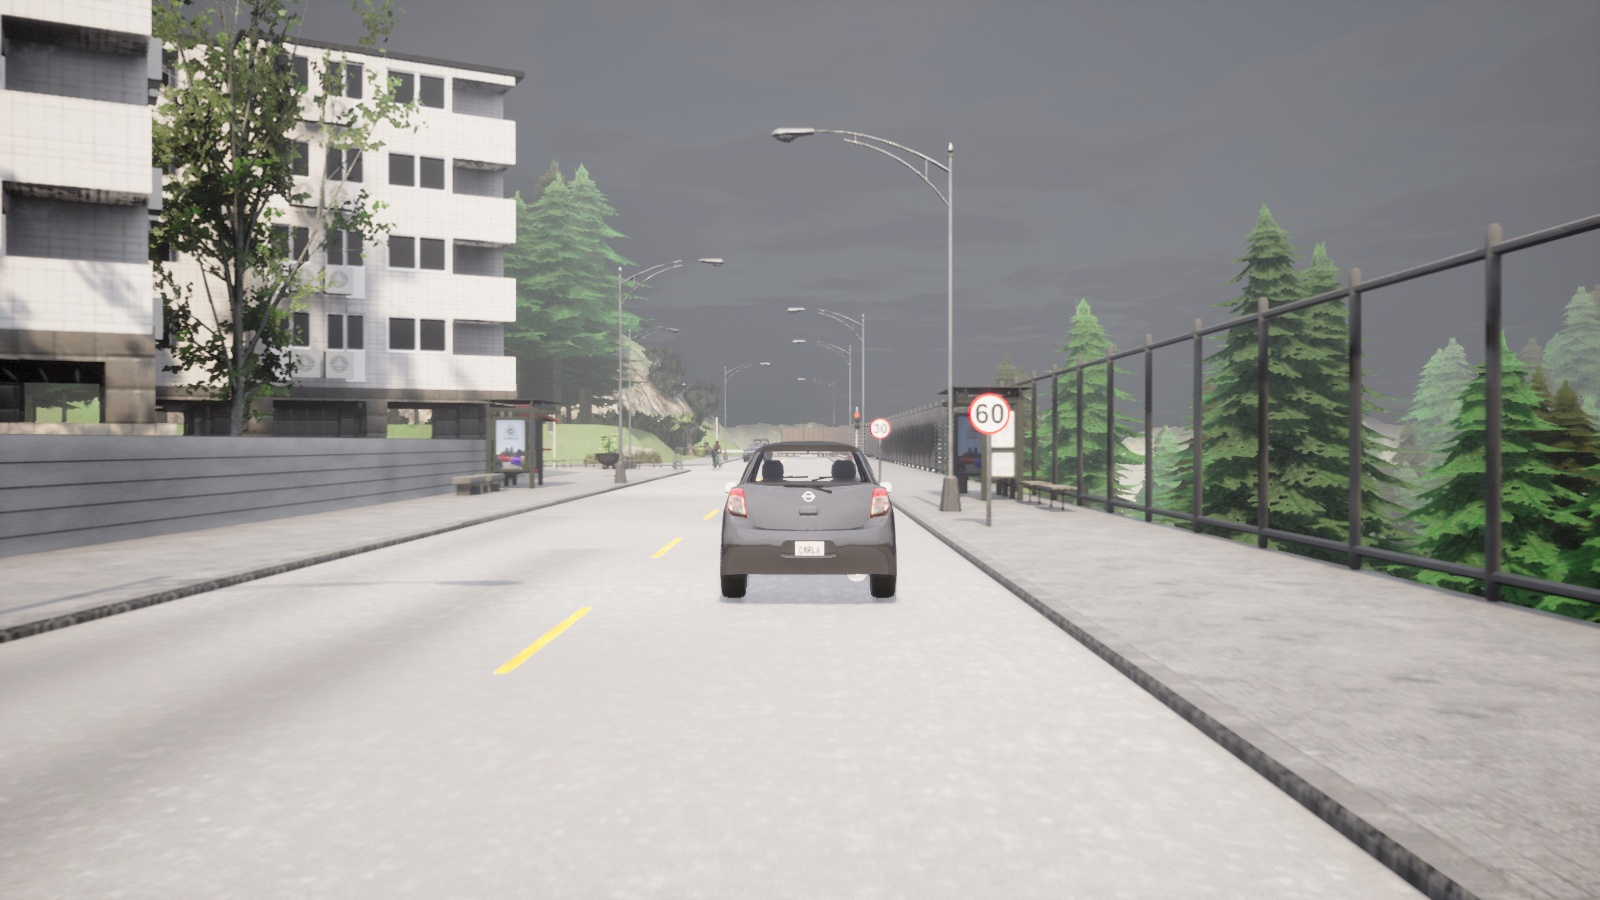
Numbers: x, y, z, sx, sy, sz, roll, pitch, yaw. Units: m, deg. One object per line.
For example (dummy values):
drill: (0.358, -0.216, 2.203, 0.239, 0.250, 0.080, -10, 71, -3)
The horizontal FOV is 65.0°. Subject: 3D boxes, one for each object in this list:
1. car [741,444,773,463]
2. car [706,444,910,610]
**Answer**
car: (-3.363, 0.237, 98.408, 2.033, 1.411, 5.357, 0, 0, 3)
car: (0.085, 0.686, 13.191, 1.845, 1.501, 3.633, 0, 0, 0)
